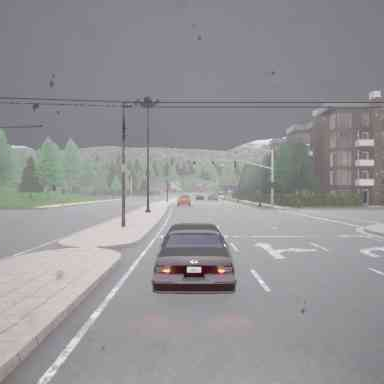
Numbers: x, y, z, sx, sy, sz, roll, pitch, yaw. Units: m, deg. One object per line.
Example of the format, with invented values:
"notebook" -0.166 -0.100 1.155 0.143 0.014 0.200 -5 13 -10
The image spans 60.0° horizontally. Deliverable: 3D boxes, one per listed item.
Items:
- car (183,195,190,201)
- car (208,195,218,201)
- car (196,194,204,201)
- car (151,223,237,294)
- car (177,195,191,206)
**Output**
"car" -1.450 1.523 85.501 1.812 1.442 4.674 0 0 0
"car" 5.550 1.539 85.541 2.033 1.411 5.357 0 0 0
"car" 2.050 1.477 85.536 1.882 1.535 5.008 0 0 0
"car" 0.049 1.547 8.930 2.033 1.411 5.357 0 0 0
"car" -1.312 1.352 54.676 2.097 1.767 4.553 0 0 -1
